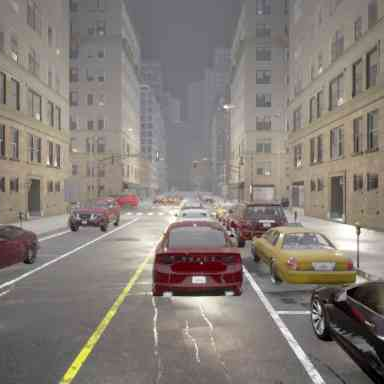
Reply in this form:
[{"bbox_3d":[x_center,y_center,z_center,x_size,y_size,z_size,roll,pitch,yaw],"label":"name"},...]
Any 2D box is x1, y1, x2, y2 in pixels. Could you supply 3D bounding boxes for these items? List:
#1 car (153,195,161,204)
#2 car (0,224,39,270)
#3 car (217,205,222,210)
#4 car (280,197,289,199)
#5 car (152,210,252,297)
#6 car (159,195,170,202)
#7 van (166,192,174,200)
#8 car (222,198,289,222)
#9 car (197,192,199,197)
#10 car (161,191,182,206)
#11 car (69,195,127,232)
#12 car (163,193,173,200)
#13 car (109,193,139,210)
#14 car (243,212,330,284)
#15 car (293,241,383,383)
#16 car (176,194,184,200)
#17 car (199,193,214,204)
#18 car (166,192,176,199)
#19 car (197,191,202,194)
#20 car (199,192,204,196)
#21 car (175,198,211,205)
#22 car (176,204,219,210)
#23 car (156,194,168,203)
[{"bbox_3d":[-5.716,1.361,57.922,1.887,1.381,4.507,0,0,0],"label":"car"},{"bbox_3d":[-5.754,1.577,9.158,1.802,1.307,4.206,0,0,0],"label":"car"},{"bbox_3d":[2.781,1.558,20.250,1.802,1.307,4.206,0,0,0],"label":"car"},{"bbox_3d":[11.135,1.388,41.109,4.892,1.490,1.837,0,0,3],"label":"car"},{"bbox_3d":[0.078,1.473,8.633,1.882,1.535,5.008,0,0,-1],"label":"car"},{"bbox_3d":[-5.708,1.292,68.769,1.887,1.381,4.507,1,0,0],"label":"car"},{"bbox_3d":[-5.693,0.967,85.037,1.690,1.788,3.998,1,0,0],"label":"van"},{"bbox_3d":[2.777,1.302,14.699,2.192,1.841,5.009,0,0,0],"label":"car"},{"bbox_3d":[2.825,1.250,79.604,1.802,1.307,4.206,1,0,0],"label":"car"},{"bbox_3d":[-3.112,1.203,51.752,2.097,1.767,4.553,0,0,2],"label":"car"},{"bbox_3d":[-5.744,1.291,20.263,2.192,1.841,5.009,0,0,0],"label":"car"},{"bbox_3d":[-5.698,1.108,79.615,1.967,1.590,4.097,1,0,0],"label":"car"},{"bbox_3d":[-9.378,1.148,40.925,5.566,2.045,2.150,0,0,0],"label":"car"},{"bbox_3d":[2.773,1.519,9.315,1.752,1.417,4.829,0,0,0],"label":"car"},{"bbox_3d":[2.767,1.566,3.594,1.947,1.339,4.313,0,0,0],"label":"car"},{"bbox_3d":[-2.943,1.183,80.755,1.812,1.442,4.674,0,0,0],"label":"car"},{"bbox_3d":[2.809,1.367,57.908,2.008,1.369,4.403,0,0,0],"label":"car"},{"bbox_3d":[-5.689,0.898,90.460,2.192,1.841,5.009,1,0,0],"label":"car"},{"bbox_3d":[2.835,1.023,90.448,1.967,1.590,4.097,1,0,0],"label":"car"},{"bbox_3d":[2.818,1.271,68.924,1.752,1.417,4.829,1,0,0],"label":"car"},{"bbox_3d":[0.091,1.454,25.300,2.128,1.511,4.902,0,0,0],"label":"car"},{"bbox_3d":[0.110,1.510,16.158,1.812,1.442,4.674,0,0,0],"label":"car"},{"bbox_3d":[-5.711,1.224,63.345,1.967,1.590,4.097,1,0,0],"label":"car"}]
